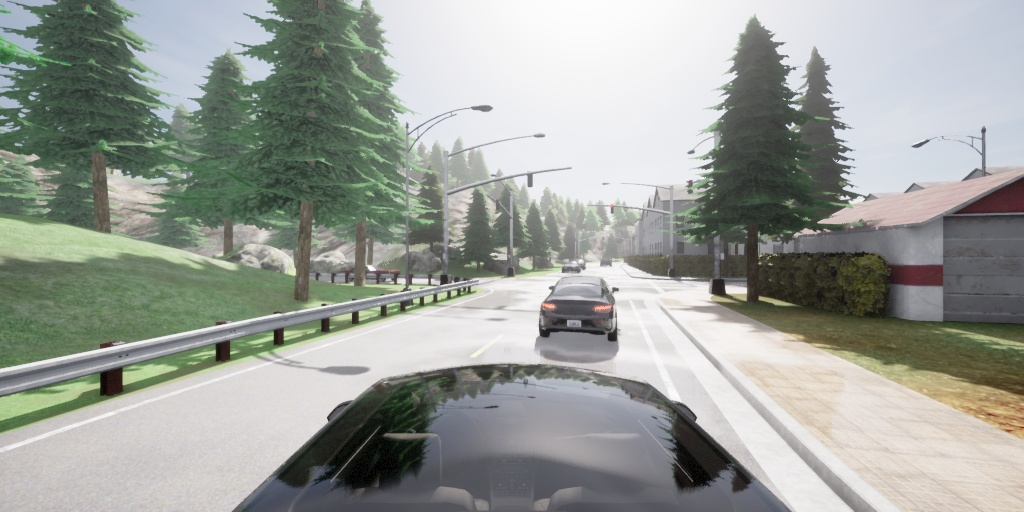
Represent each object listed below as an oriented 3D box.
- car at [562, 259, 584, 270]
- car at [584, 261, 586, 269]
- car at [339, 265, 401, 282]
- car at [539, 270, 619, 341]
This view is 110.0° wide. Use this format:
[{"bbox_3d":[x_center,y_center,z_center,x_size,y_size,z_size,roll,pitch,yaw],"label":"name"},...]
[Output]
[{"bbox_3d":[7.197,1.314,43.169,1.994,1.385,4.181,0,0,15],"label":"car"},{"bbox_3d":[9.867,1.241,52.862,2.128,1.511,4.902,0,0,15],"label":"car"},{"bbox_3d":[-11.319,1.366,28.870,4.718,1.301,1.895,0,0,15],"label":"car"},{"bbox_3d":[1.922,1.276,9.878,1.812,1.442,4.674,0,0,15],"label":"car"}]
